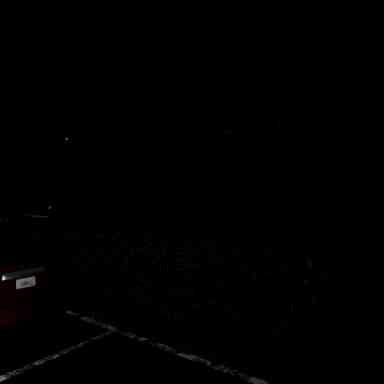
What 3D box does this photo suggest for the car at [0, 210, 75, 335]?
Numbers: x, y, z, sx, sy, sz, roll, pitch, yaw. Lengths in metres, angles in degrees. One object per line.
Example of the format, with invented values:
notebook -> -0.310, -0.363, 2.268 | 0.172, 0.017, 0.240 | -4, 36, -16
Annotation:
car -> -4.187, 1.316, 5.942 | 5.009, 1.841, 2.192 | 0, -1, 36

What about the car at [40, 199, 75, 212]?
car -> -13.903, 1.565, 35.698 | 2.097, 1.767, 4.553 | -1, -1, 37
